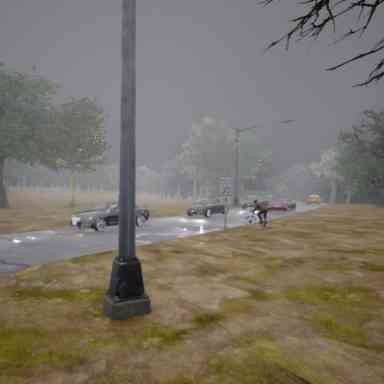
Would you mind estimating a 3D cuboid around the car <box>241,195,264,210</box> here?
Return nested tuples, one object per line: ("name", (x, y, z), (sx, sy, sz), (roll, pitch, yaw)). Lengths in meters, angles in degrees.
("car", (6.931, 1.078, 35.912), (1.837, 1.490, 4.892), (1, 1, 31))

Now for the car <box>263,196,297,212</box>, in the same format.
("car", (9.050, 1.210, 33.229), (1.994, 1.385, 4.181), (1, 1, 31))

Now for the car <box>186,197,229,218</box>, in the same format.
("car", (1.346, 1.185, 27.178), (1.837, 1.490, 4.892), (1, 2, 33))

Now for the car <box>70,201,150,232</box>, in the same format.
("car", (-4.549, 1.299, 19.032), (2.128, 1.511, 4.902), (2, 2, 37))

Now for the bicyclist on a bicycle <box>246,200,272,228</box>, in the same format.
("bicyclist on a bicycle", (3.895, 1.300, 19.566), (1.656, 1.620, 0.582), (-1, 0, 36))

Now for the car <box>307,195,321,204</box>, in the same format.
("car", (20.305, 1.239, 55.183), (1.882, 1.535, 5.008), (1, -1, 23))
